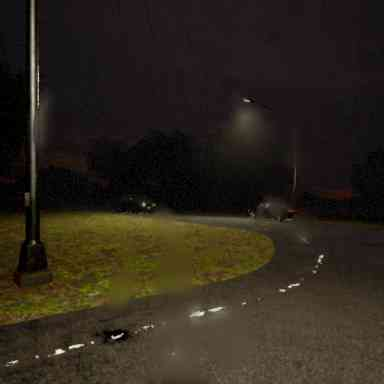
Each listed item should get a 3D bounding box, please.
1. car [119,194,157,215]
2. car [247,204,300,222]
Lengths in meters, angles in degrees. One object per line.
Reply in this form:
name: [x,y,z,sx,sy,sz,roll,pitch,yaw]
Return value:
car: [-5.750,1.231,34.632,2.150,2.045,5.566,4,-3,-35]
car: [6.903,1.759,28.664,2.128,1.511,4.902,4,-3,-35]
